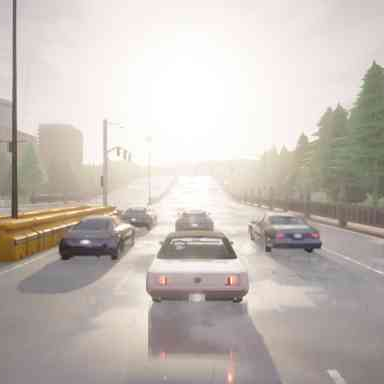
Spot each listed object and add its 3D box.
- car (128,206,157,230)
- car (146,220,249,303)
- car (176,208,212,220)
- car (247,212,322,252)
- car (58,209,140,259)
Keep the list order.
[{"bbox_3d":[-3.374,1.564,21.246,1.994,1.385,4.181,0,0,0],"label":"car"},{"bbox_3d":[0.109,1.601,8.169,1.895,1.301,4.718,0,0,0],"label":"car"},{"bbox_3d":[0.124,1.564,18.019,1.994,1.385,4.181,0,0,0],"label":"car"},{"bbox_3d":[3.616,1.548,13.856,2.033,1.411,5.357,0,0,0],"label":"car"},{"bbox_3d":[-3.384,1.564,12.569,1.994,1.385,4.181,0,0,0],"label":"car"}]
